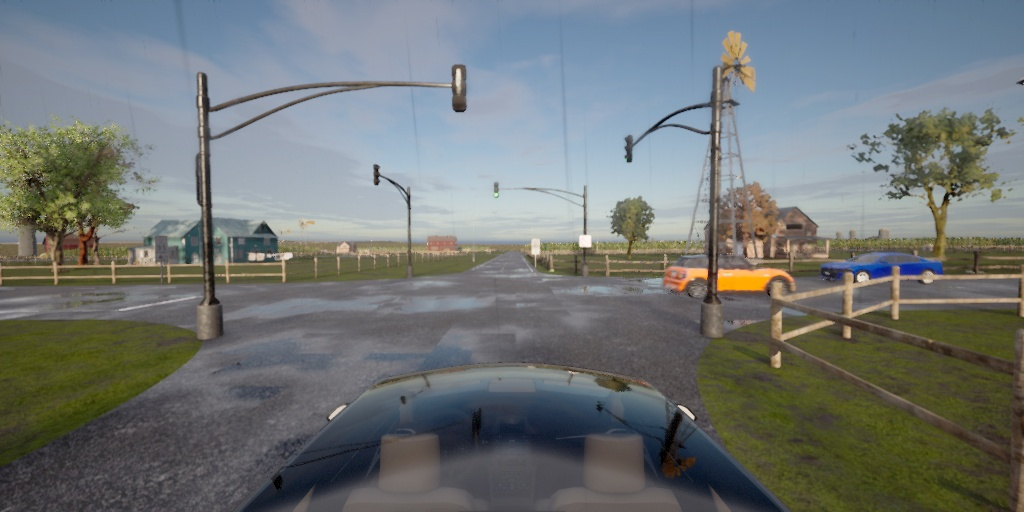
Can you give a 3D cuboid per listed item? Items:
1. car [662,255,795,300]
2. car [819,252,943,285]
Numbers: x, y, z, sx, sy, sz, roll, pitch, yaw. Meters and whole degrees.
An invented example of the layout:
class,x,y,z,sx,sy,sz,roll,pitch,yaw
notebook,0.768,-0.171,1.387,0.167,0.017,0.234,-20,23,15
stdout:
class,x,y,z,sx,sy,sz,roll,pitch,yaw
car,8.671,0.722,14.515,4.553,1.767,2.097,-1,2,1
car,18.356,0.579,17.983,5.008,1.535,1.882,-1,2,1
